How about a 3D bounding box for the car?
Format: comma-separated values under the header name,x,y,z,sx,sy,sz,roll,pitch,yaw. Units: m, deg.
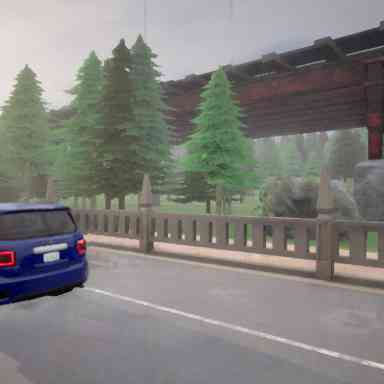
name,x,y,z,sx,sy,sz,roll,pitch,yaw
car,-4.688,1.223,7.367,5.566,2.045,2.150,0,0,34
